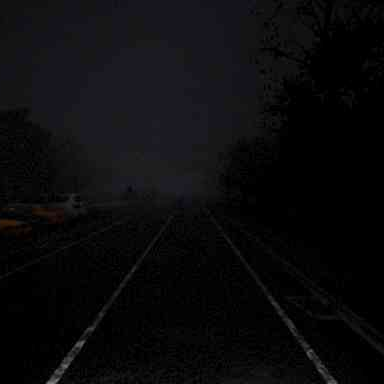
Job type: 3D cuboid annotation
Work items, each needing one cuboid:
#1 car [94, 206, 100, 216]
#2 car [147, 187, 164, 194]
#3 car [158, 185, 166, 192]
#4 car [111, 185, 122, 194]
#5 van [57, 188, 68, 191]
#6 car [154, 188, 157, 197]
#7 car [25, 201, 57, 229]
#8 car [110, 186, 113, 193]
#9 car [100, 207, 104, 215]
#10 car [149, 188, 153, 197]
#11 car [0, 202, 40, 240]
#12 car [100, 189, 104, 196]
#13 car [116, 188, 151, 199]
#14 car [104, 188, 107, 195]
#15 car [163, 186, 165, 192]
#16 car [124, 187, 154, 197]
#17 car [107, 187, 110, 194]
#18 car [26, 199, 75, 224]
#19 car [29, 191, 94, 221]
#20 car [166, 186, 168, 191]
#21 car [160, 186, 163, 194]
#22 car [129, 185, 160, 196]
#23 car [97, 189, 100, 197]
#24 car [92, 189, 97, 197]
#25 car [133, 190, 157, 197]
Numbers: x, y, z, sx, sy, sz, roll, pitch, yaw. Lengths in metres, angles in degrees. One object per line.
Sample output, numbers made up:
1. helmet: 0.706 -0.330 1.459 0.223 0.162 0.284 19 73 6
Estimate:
1. car: -10.125 1.383 25.877 5.008 1.535 2.097 0 0 0
2. car: -10.122 -0.422 91.881 4.553 1.767 2.185 0 3 0
3. car: -10.135 -0.302 89.103 4.553 1.767 2.185 0 2 0
4. car: -22.986 -0.296 91.776 5.366 1.575 1.946 0 2 0
5. van: -23.206 0.306 58.439 4.442 1.987 1.878 1 1 0
6. car: -10.207 0.447 66.810 5.008 1.535 2.097 0 1 0
7. car: -10.159 1.401 17.548 4.892 1.521 2.231 0 0 0
8. car: -23.205 0.032 83.549 4.892 1.521 2.231 0 2 0
9. car: -10.079 1.407 28.653 4.792 1.488 2.163 0 0 0
10. car: -10.268 0.537 61.246 4.792 1.488 2.163 0 1 0
11. car: -9.978 1.402 14.772 5.366 1.575 1.946 0 0 0
12. car: -23.223 0.317 75.054 4.792 1.488 2.163 0 1 0
13. car: -10.223 0.563 58.462 4.792 1.488 2.163 0 1 0
14. car: -23.234 0.212 77.844 5.008 1.535 2.097 0 2 0
15. car: -10.147 -0.038 86.324 4.792 1.488 2.163 0 2 0
16. car: -10.257 0.355 64.030 4.553 1.767 2.185 0 1 0
17. car: -23.220 0.129 80.633 5.008 1.535 2.097 0 2 0
18. car: -10.327 1.391 20.325 5.366 1.575 1.946 0 0 0
19. car: -10.159 1.137 23.101 5.566 2.045 2.435 0 0 0
20. car: -10.080 -0.384 94.672 4.674 1.452 2.002 0 3 0
21. car: -10.113 0.002 80.747 4.553 1.767 2.185 0 2 0
22. car: -10.227 0.153 69.600 5.566 2.045 2.435 0 1 0
23. car: -23.451 0.345 72.399 5.366 1.575 1.946 0 1 0
24. car: -23.464 0.397 69.604 5.366 1.575 1.946 0 1 0
25. car: -10.179 0.352 72.393 4.892 1.521 2.231 0 1 0
